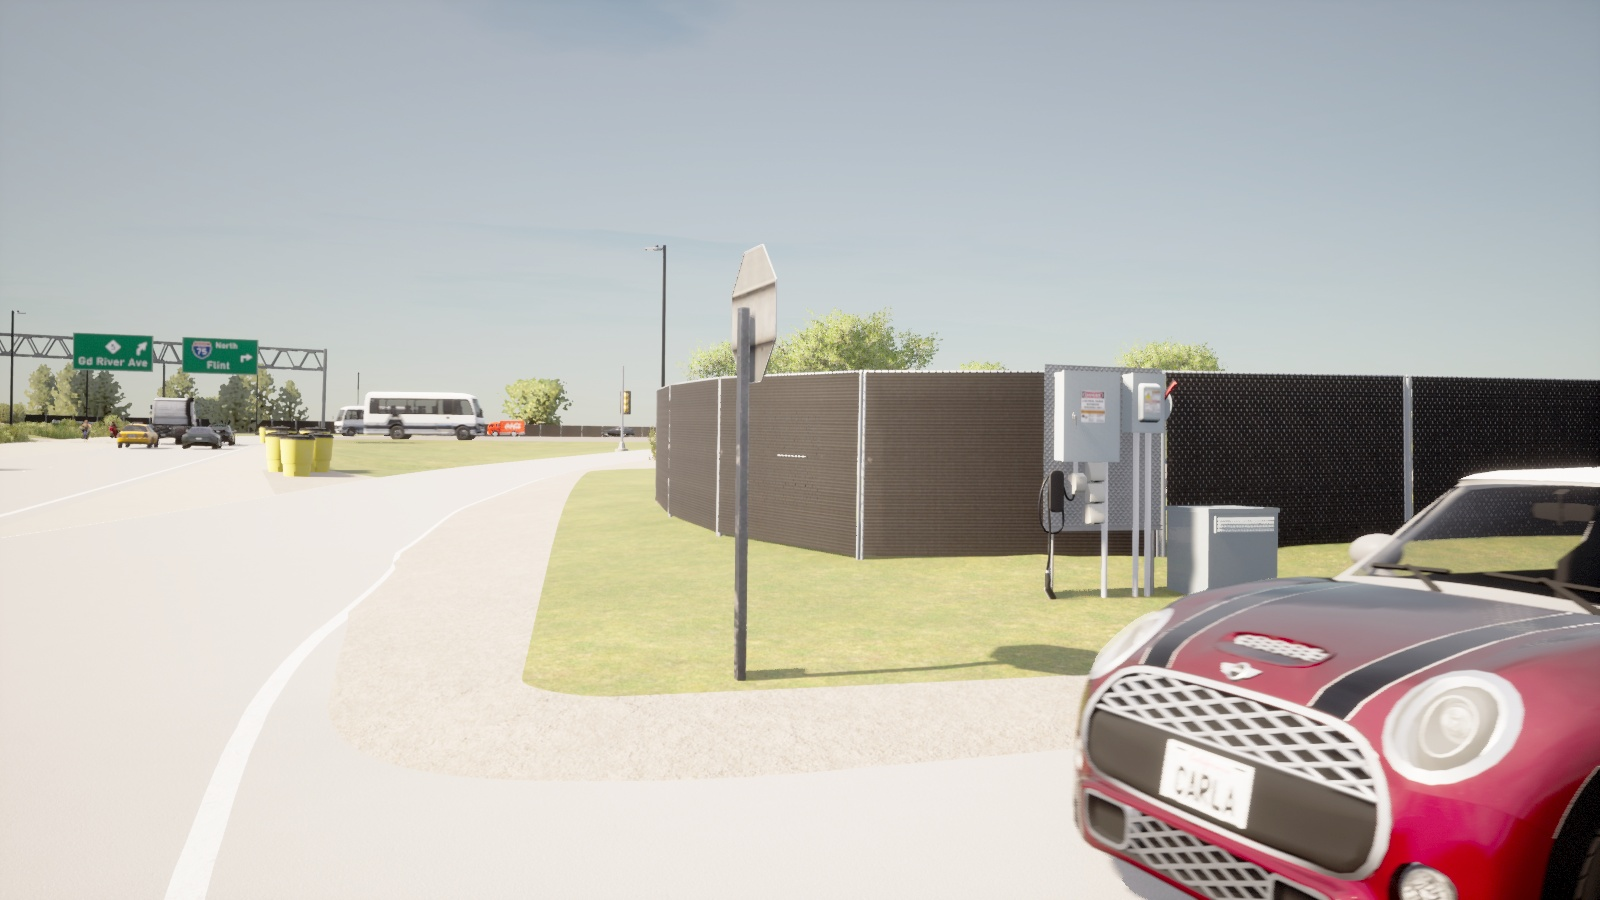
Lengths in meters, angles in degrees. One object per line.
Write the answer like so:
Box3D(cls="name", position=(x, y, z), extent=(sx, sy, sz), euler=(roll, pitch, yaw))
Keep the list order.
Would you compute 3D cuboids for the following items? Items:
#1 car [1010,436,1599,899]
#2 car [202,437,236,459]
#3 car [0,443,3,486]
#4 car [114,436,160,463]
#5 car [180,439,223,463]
Box3D(cls="car", position=(2.913, 0.691, 4.397), extent=(3.806, 1.475, 1.970), euler=(-1, 0, -21))
Box3D(cls="car", position=(-41.481, -0.181, 89.770), extent=(1.837, 1.490, 4.892), euler=(0, 1, -21))
Box3D(cls="car", position=(-26.435, 0.486, 39.854), extent=(1.481, 1.376, 2.207), euler=(0, 1, -21))
Box3D(cls="car", position=(-39.998, -0.058, 75.891), extent=(1.801, 1.575, 5.366), euler=(0, 1, -21))
Box3D(cls="car", position=(-36.749, 0.038, 77.197), extent=(1.994, 1.385, 4.181), euler=(0, 1, -21))
